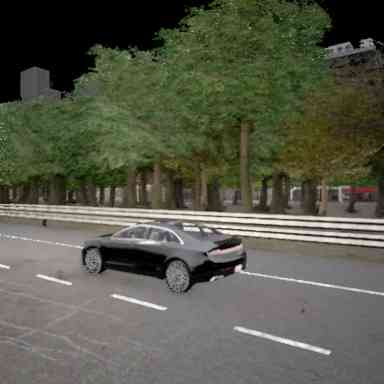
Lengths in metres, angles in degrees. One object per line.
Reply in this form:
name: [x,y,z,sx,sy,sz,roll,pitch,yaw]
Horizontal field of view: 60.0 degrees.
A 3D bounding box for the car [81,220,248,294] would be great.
car: [-0.939,1.504,8.838,4.902,1.511,2.128,0,0,35]
